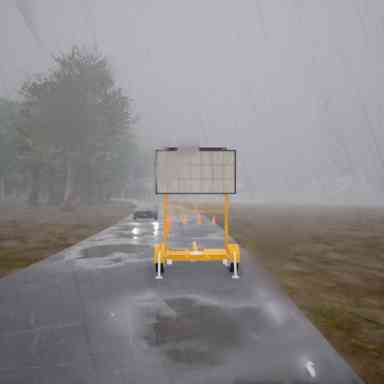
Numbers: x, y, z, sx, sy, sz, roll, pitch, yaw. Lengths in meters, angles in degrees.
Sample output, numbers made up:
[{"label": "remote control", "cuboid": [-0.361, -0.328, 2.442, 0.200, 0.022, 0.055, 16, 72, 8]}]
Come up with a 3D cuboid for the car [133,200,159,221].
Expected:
[{"label": "car", "cuboid": [-3.724, 1.476, 27.417, 1.882, 1.535, 5.008, 0, 0, -4]}]

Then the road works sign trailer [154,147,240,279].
[{"label": "road works sign trailer", "cuboid": [0.110, 0.464, 10.063, 2.380, 3.560, 2.880, 0, 0, -1]}]
